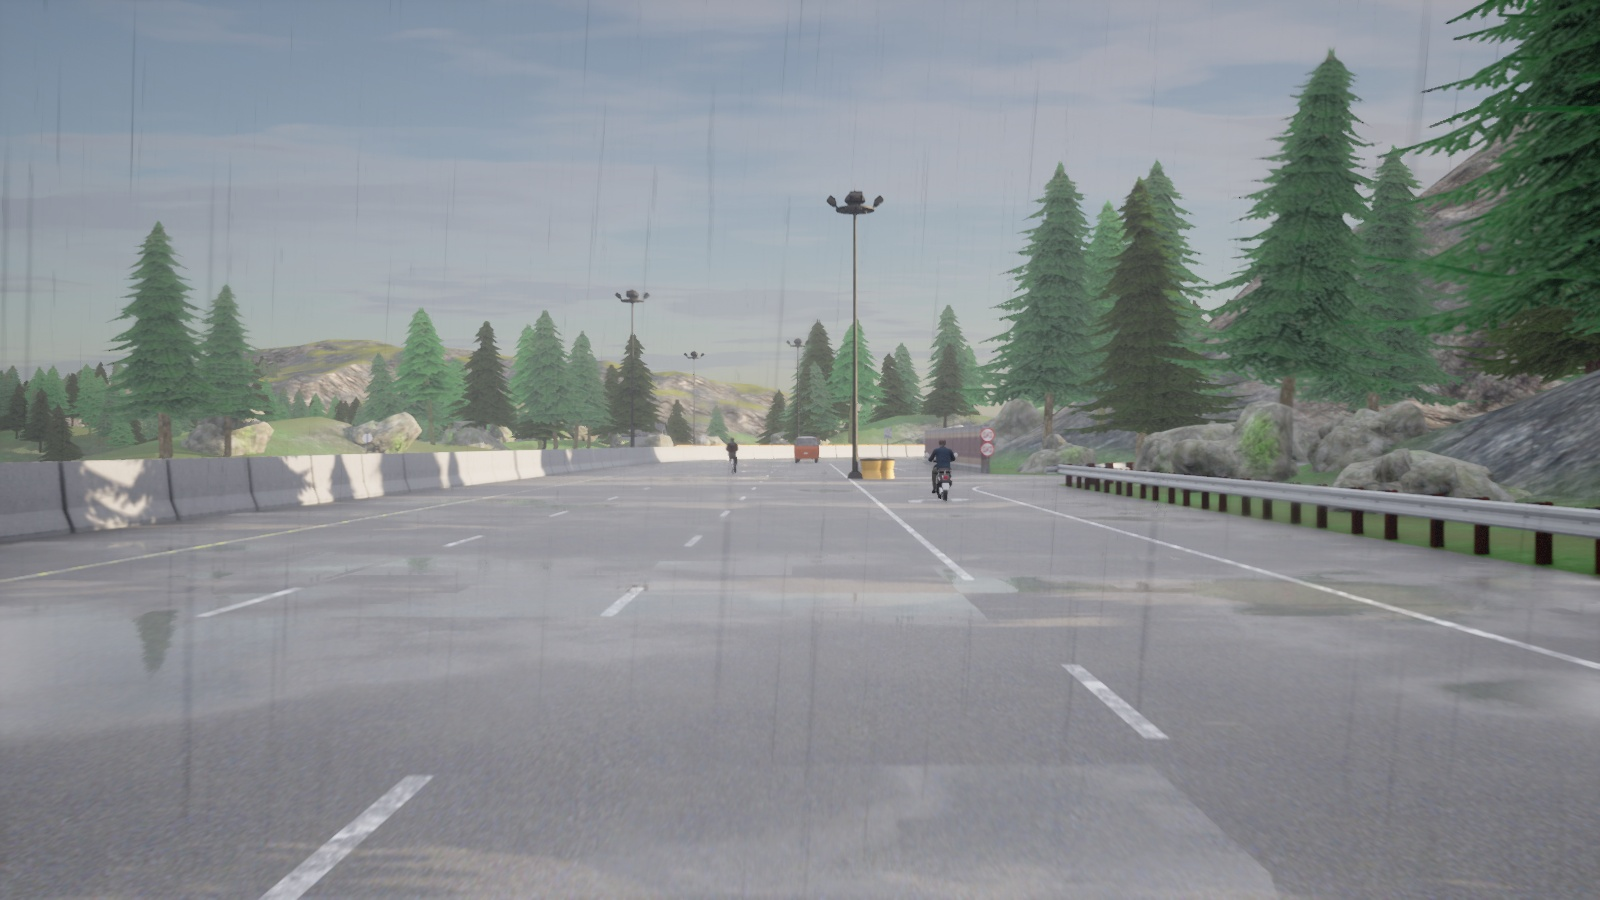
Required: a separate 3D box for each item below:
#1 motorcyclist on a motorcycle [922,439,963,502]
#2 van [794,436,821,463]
[{"bbox_3d":[3.704,0.519,32.703,0.866,1.590,1.817,0,0,0],"label":"motorcyclist on a motorcycle"},{"bbox_3d":[0.581,-0.036,95.047,1.775,1.987,4.442,0,0,4],"label":"van"}]
